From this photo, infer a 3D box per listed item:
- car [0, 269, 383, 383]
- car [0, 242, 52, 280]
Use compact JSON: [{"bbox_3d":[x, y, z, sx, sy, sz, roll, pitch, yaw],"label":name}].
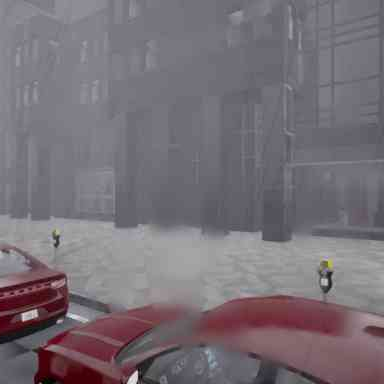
[{"bbox_3d":[0.564,1.545,2.557,4.507,1.381,1.887,0,0,35],"label":"car"},{"bbox_3d":[-4.027,1.545,5.826,4.507,1.381,1.887,0,0,35],"label":"car"}]
